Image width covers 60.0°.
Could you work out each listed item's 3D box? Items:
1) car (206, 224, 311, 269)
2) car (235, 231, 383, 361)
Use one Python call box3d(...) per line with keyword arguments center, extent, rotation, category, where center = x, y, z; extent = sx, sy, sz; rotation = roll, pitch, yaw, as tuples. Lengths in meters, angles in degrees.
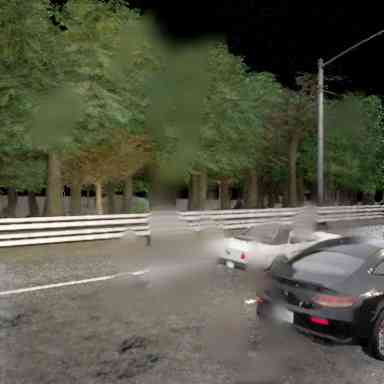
box3d(center=(2.833, 1.614, 9.925), extent=(4.718, 1.301, 1.895), rotation=(0, 0, -34), category="car")
box3d(center=(3.169, 1.536, 5.901), extent=(4.674, 1.442, 1.812), rotation=(0, 0, -35), category="car")
